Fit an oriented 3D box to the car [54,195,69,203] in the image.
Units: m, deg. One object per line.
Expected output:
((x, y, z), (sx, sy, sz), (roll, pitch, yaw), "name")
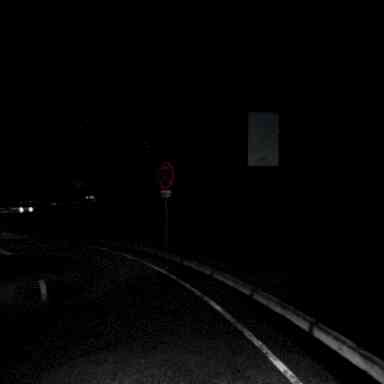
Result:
((-29.567, 1.579, 75.443), (2.097, 1.767, 4.553), (-1, 1, -2), "car")

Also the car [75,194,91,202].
((-26.454, 1.629, 79.301), (2.128, 1.511, 4.902), (-1, 1, -2), "car")

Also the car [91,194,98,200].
((-26.832, 1.322, 89.716), (1.812, 1.442, 4.674), (-1, 1, -2), "car")

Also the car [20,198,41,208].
((-28.981, 1.823, 59.714), (2.097, 1.767, 4.553), (-1, 0, -2), "car")
